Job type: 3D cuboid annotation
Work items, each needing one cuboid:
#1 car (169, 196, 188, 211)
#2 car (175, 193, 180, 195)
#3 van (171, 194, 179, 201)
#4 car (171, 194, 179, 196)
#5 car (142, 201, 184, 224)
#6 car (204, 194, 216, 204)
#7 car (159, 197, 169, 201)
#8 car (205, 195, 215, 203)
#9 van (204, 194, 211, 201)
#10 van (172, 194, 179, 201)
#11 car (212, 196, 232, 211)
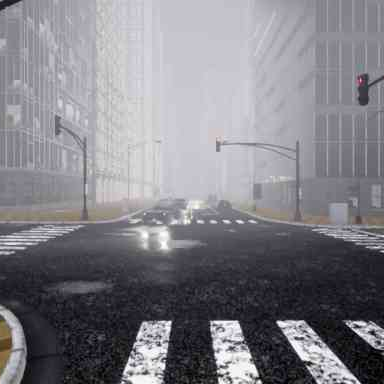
[{"bbox_3d":[-1.534,1.520,41.157,1.837,1.490,4.892,0,0,0],"label":"car"},{"bbox_3d":[-4.145,1.426,74.922,1.967,1.590,4.097,0,0,0],"label":"car"},{"bbox_3d":[-4.168,1.321,80.449,1.690,1.788,3.998,0,0,0],"label":"van"},{"bbox_3d":[-4.097,1.564,63.866,1.947,1.339,4.313,0,0,0],"label":"car"},{"bbox_3d":[-2.207,1.621,25.326,1.895,1.301,4.718,0,0,11],"label":"car"},{"bbox_3d":[3.783,1.313,63.899,2.192,1.841,5.009,0,0,0],"label":"car"},{"bbox_3d":[-4.027,1.593,47.283,1.802,1.307,4.206,0,0,0],"label":"car"},{"bbox_3d":[3.759,1.432,69.428,1.967,1.590,4.097,0,0,0],"label":"car"},{"bbox_3d":[3.712,1.321,80.482,1.690,1.788,3.998,0,0,0],"label":"van"},{"bbox_3d":[-4.191,1.315,85.976,1.690,1.788,3.998,0,0,0],"label":"van"},{"bbox_3d":[3.926,1.579,41.791,1.947,1.339,4.313,0,0,0],"label":"car"}]
